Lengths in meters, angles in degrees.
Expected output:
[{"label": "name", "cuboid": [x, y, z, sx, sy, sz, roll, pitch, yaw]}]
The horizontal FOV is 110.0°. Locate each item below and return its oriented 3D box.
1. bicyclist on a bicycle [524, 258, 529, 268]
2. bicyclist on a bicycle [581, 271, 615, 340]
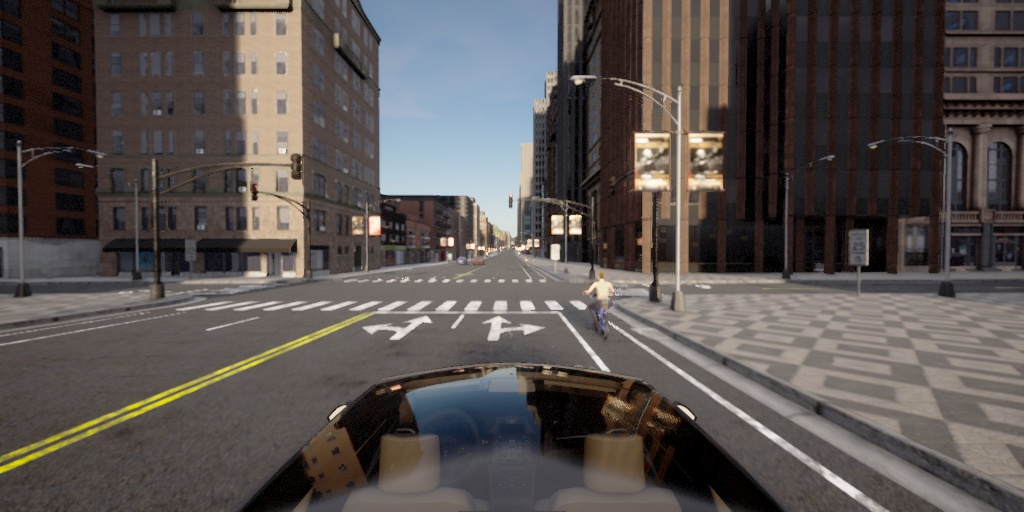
[{"label": "bicyclist on a bicycle", "cuboid": [2.209, 1.045, 55.146, 0.866, 1.612, 1.509, 0, 0, 1]}, {"label": "bicyclist on a bicycle", "cuboid": [2.184, 1.164, 8.903, 0.866, 1.612, 1.509, 0, 0, 1]}]
